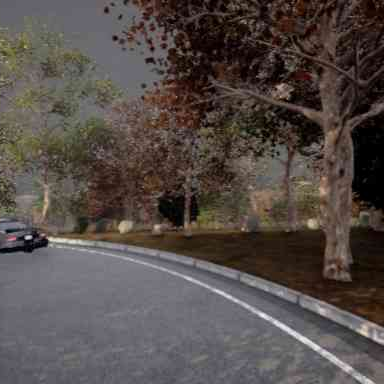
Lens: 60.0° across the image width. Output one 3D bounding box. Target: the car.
[{"bbox_3d":[-8.051,1.727,13.101,5.357,1.411,2.033,-1,0,29],"label":"car"}]
